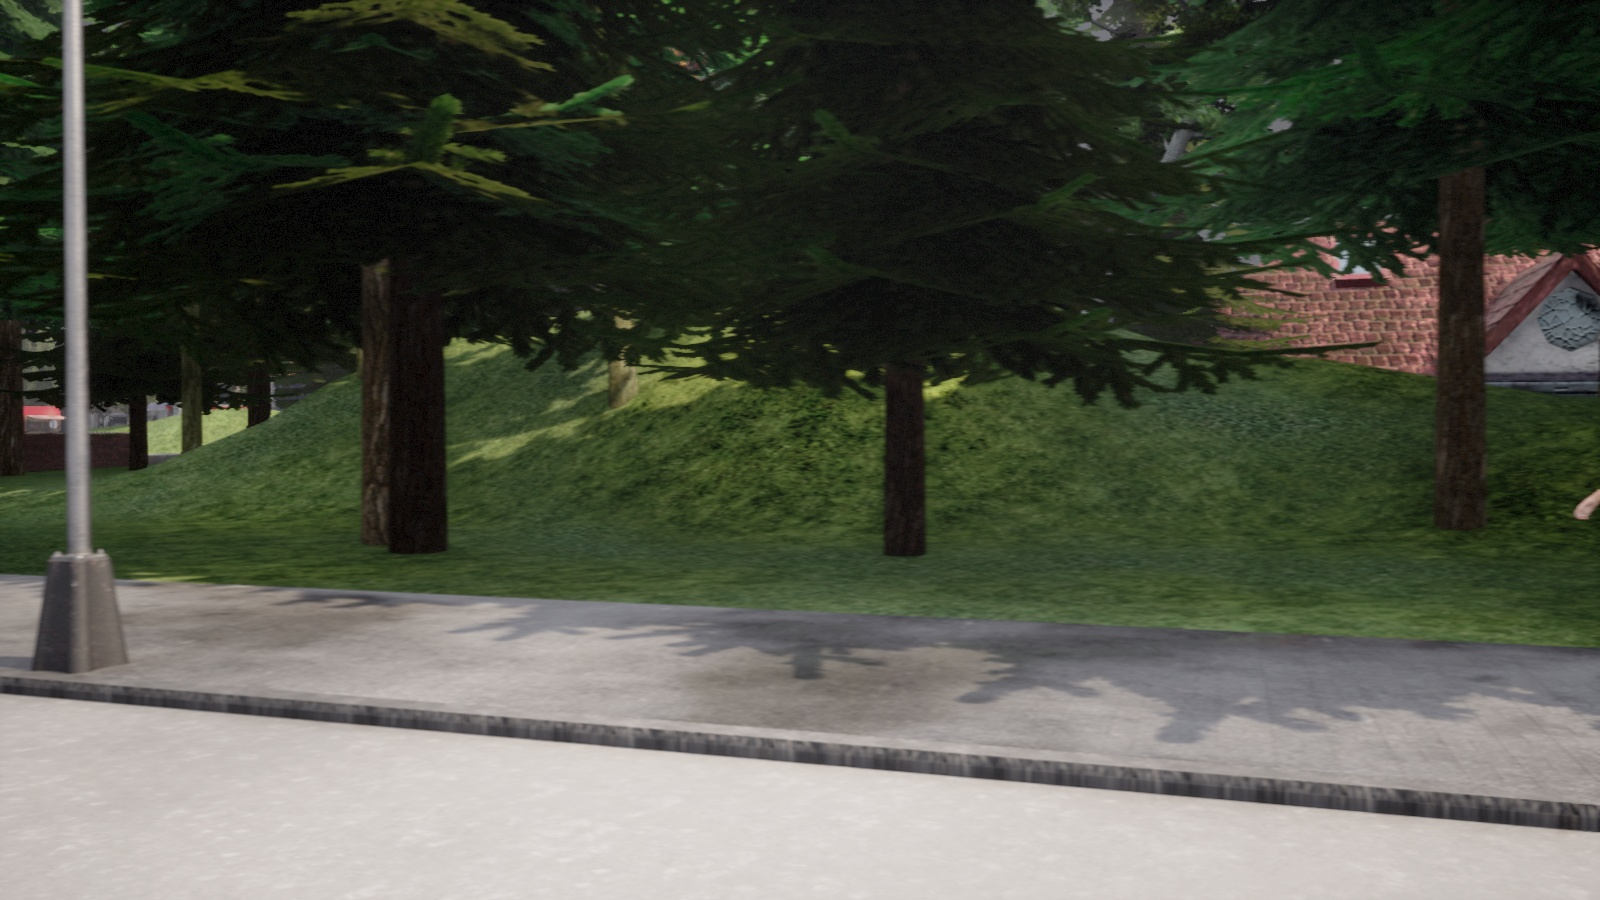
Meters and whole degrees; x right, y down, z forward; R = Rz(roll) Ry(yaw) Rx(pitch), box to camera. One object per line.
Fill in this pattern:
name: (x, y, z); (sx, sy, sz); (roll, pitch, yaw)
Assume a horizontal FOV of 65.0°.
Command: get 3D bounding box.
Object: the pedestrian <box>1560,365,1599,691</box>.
pedestrian: (4.709, 0.441, 7.156); (0.594, 1.836, 0.345); (1, 1, 25)
